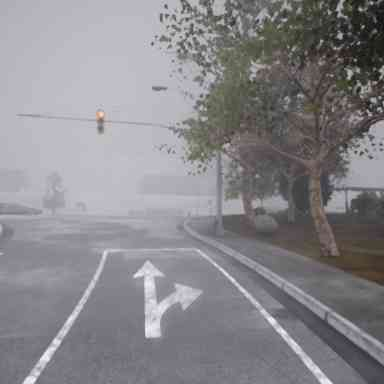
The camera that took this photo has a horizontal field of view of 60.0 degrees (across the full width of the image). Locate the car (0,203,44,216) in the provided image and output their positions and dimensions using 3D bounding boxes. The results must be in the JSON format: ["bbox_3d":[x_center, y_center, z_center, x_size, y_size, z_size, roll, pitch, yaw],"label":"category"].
[{"bbox_3d":[-18.309,1.843,34.330,5.357,1.411,2.033,2,-5,-16],"label":"car"}]

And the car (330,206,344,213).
[{"bbox_3d":[25.939,4.117,64.441,2.097,1.535,5.008,4,-8,-36],"label":"car"}]

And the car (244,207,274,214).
[{"bbox_3d":[11.706,3.905,60.212,1.946,1.575,5.366,4,-8,-36],"label":"car"}]

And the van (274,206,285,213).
[{"bbox_3d":[14.530,3.727,61.106,1.878,1.987,4.442,4,-8,-36],"label":"van"}]

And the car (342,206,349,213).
[{"bbox_3d":[28.781,3.912,65.297,2.435,2.045,5.566,3,-7,-36],"label":"car"}]

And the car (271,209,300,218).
[{"bbox_3d":[17.313,4.032,62.008,2.163,1.488,4.792,3,-7,-36],"label":"car"}]

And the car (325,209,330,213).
[{"bbox_3d":[23.071,4.077,63.613,2.231,1.521,4.892,3,-7,-36],"label":"car"}]
